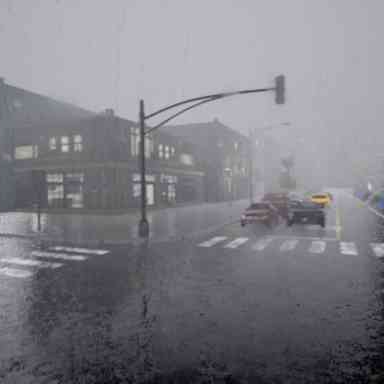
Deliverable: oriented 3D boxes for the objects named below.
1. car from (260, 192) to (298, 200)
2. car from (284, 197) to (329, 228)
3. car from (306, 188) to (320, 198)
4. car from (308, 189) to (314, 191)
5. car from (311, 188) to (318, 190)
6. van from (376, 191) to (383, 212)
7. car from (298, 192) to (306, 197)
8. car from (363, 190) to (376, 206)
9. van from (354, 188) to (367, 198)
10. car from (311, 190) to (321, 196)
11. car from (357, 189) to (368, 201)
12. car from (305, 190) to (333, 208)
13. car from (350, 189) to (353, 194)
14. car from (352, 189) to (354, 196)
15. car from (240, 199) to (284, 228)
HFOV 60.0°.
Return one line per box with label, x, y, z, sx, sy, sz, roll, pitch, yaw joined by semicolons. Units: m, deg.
car;6.324;0.945;24.990;2.192;1.841;5.009;0;1;23
car;6.768;1.241;19.490;1.994;1.385;4.181;-1;1;23
car;23.937;0.213;65.750;2.192;1.841;5.009;0;1;23
car;17.268;0.700;50.312;1.752;1.417;4.829;0;1;23
car;21.739;0.540;60.658;2.008;1.369;4.403;0;1;23
van;16.219;0.772;26.763;1.690;1.788;3.998;-1;1;23
car;10.731;0.997;35.183;2.008;1.369;4.403;0;1;23
car;20.625;0.799;36.955;2.008;1.369;4.403;-1;1;23
van;29.429;0.223;57.332;1.690;1.788;3.998;-1;1;23
car;28.276;0.244;75.787;1.752;1.417;4.829;-1;1;23
car;25.028;0.631;47.145;1.947;1.339;4.313;-1;1;23
car;12.977;0.897;33.838;1.882;1.535;5.008;-1;1;23
car;36.036;0.174;72.620;1.947;1.339;4.313;-1;1;23
car;31.700;0.313;62.585;1.752;1.417;4.829;-1;1;23
car;4.126;1.303;19.899;1.802;1.307;4.206;0;1;23
